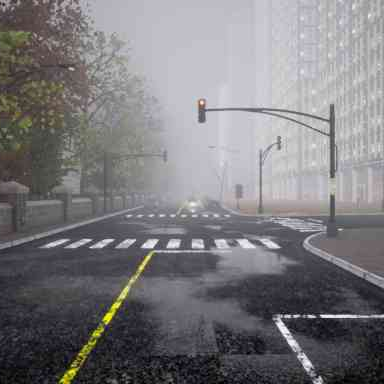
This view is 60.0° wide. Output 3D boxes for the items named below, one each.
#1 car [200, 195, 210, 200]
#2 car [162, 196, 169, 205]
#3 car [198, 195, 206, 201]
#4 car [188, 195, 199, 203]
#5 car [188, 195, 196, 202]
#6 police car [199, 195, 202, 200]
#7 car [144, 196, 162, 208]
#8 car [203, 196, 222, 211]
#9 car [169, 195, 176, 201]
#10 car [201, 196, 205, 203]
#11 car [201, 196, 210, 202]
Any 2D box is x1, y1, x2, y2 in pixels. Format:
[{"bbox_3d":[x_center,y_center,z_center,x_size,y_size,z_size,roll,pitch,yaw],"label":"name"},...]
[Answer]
[{"bbox_3d":[2.689,1.597,52.771,1.947,1.339,4.313,0,0,0],"label":"car"},{"bbox_3d":[-5.691,1.478,58.404,1.967,1.590,4.097,0,0,0],"label":"car"},{"bbox_3d":[2.688,1.642,92.197,2.008,1.369,4.403,0,0,0],"label":"car"},{"bbox_3d":[0.042,1.566,71.027,2.128,1.511,4.902,0,0,0],"label":"car"},{"bbox_3d":[-0.004,1.570,80.044,1.837,1.490,4.892,0,0,0],"label":"car"},{"bbox_3d":[3.132,1.478,69.928,1.930,1.638,5.238,0,0,0],"label":"police car"},{"bbox_3d":[-5.691,1.608,47.138,1.802,1.307,4.206,0,0,0],"label":"car"},{"bbox_3d":[2.689,1.587,41.506,1.947,1.339,4.313,0,0,0],"label":"car"},{"bbox_3d":[-5.692,1.626,86.565,1.887,1.381,4.507,0,0,0],"label":"car"},{"bbox_3d":[2.689,1.592,47.139,1.947,1.339,4.313,0,0,0],"label":"car"},{"bbox_3d":[3.146,1.590,76.818,1.812,1.442,4.674,0,0,0],"label":"car"}]
